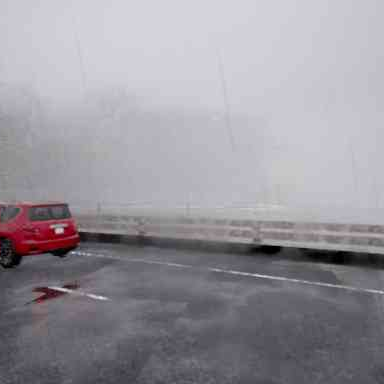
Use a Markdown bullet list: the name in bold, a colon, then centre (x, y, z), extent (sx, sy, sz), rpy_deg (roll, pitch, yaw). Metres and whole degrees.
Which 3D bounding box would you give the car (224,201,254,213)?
- **car**: centre (7.076, 2.205, 50.275), extent (4.553, 1.767, 2.097), rpy_deg (3, -2, -31)

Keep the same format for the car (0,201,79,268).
- **car**: centre (-6.550, 1.341, 11.874), extent (5.566, 2.045, 2.150), rpy_deg (-1, 0, 29)
